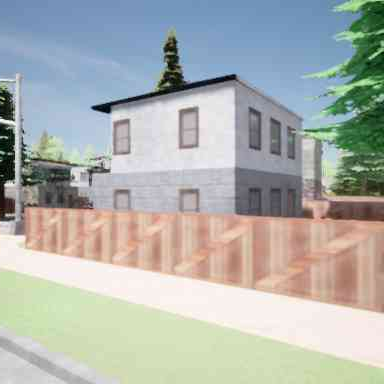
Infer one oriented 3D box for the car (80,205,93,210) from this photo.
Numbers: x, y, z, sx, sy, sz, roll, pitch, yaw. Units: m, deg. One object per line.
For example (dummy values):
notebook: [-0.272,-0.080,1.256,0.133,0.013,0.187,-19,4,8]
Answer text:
car: [-9.138,1.690,33.603,1.895,1.301,4.718,0,0,20]
